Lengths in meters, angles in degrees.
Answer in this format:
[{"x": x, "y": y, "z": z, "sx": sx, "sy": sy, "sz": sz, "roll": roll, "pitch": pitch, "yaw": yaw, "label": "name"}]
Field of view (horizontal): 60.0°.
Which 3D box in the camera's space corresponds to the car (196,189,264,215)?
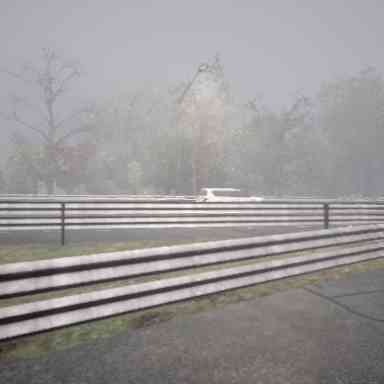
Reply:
[{"x": 3.064, "y": 0.773, "z": 25.992, "sx": 5.566, "sy": 2.045, "sz": 2.150, "roll": 1, "pitch": 0, "yaw": -16, "label": "car"}]
